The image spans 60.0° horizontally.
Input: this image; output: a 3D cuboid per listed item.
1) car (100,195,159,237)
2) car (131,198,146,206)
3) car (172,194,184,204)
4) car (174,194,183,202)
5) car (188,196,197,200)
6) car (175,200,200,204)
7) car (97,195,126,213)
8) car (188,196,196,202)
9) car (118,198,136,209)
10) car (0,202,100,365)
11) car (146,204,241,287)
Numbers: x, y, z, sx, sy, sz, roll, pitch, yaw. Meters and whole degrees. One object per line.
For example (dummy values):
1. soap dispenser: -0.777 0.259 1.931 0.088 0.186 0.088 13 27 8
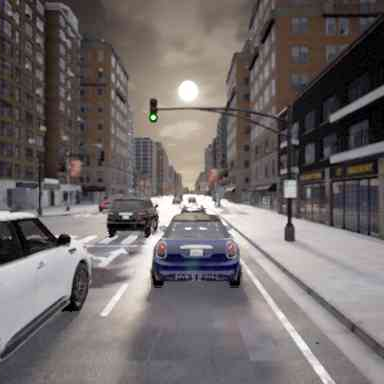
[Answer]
1. car: -3.144 1.284 18.508 2.150 2.045 5.566 0 0 0
2. car: -9.737 1.813 60.799 1.895 1.301 4.718 0 0 0
3. car: -3.227 1.786 70.229 2.033 1.411 5.357 0 0 0
4. car: -3.225 1.402 80.682 2.150 2.045 5.566 0 0 0
5. car: 0.023 1.773 70.642 1.812 1.442 4.674 0 0 0
6. car: 0.104 1.571 24.171 2.128 1.511 4.902 0 0 0
7. car: -9.800 1.360 41.075 2.150 2.045 5.566 0 0 2
8. car: 0.025 1.729 80.650 1.994 1.385 4.181 0 0 0
9. car: -9.808 1.700 50.808 1.812 1.442 4.674 0 0 0
10. car: -3.146 1.239 4.553 2.150 2.045 5.566 0 0 0
11. car: 0.102 1.382 9.574 2.097 1.767 4.553 0 0 0
